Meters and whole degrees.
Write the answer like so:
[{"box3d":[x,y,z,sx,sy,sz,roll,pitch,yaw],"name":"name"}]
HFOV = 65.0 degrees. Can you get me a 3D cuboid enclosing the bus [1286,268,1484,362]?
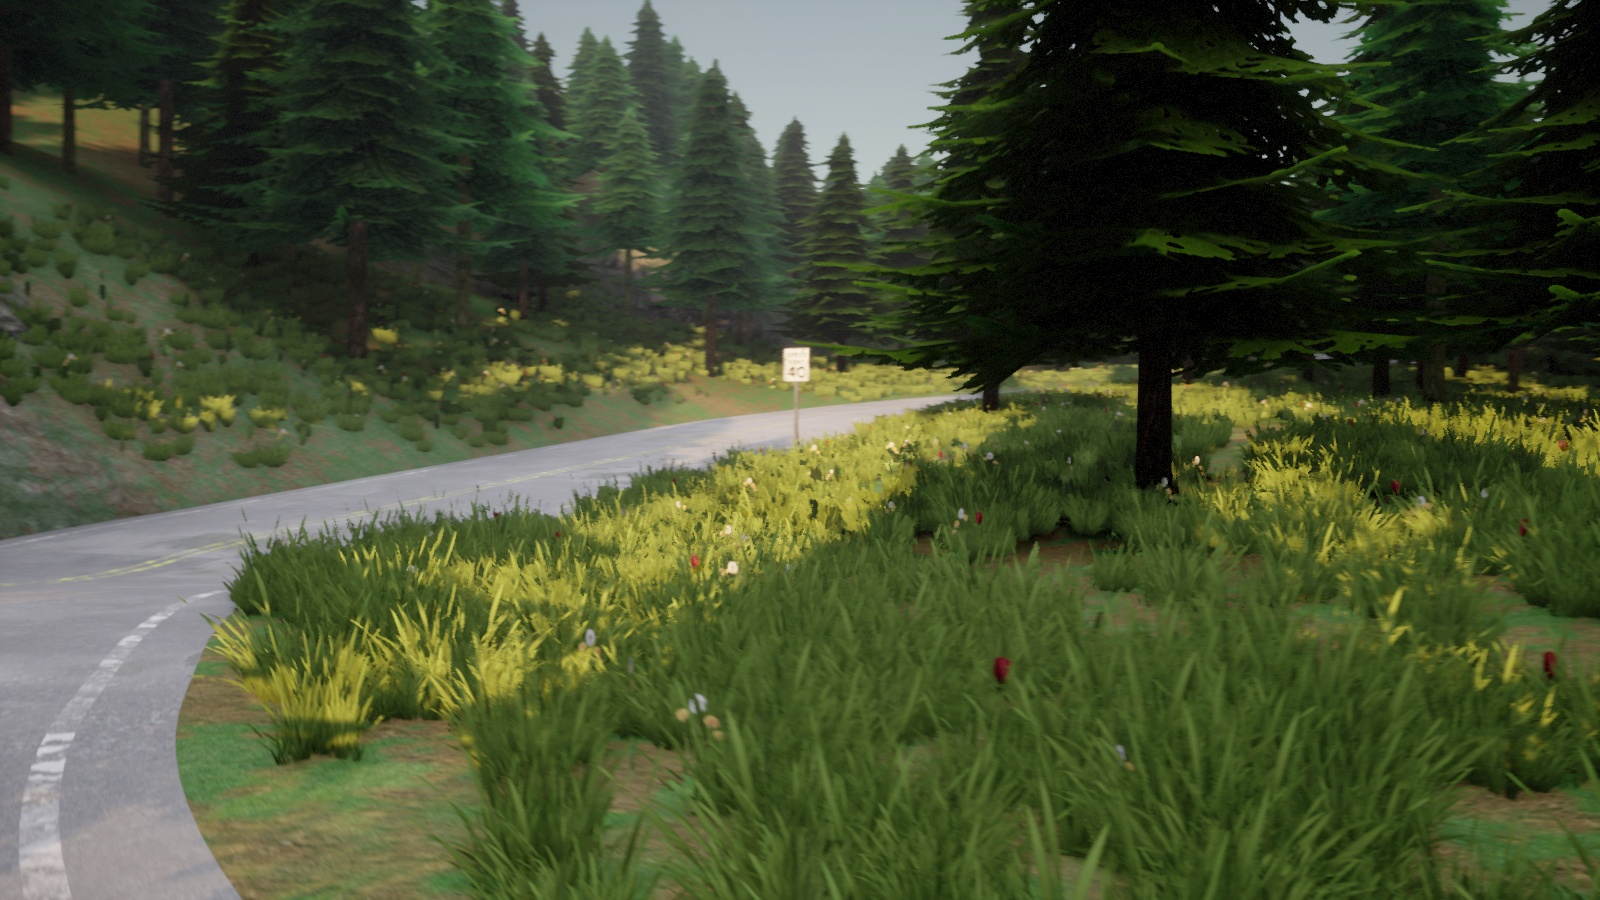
[{"box3d":[31.738,-7.321,68.047,10.273,4.253,3.944,-6,4,-26],"name":"bus"}]
